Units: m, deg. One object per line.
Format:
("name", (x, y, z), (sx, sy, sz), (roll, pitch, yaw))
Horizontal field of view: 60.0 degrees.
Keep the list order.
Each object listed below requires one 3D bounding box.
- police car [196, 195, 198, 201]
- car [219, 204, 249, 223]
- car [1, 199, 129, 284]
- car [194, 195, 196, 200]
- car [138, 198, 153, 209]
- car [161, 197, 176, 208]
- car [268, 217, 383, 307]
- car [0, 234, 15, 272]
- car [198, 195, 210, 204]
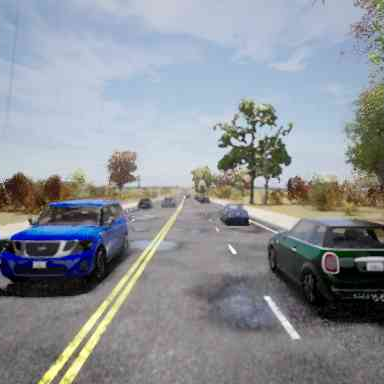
("police car", (2.617, 1.770, 80.697), (2.038, 1.542, 4.974), (0, 0, -1))
("car", (3.285, 1.653, 26.405), (2.033, 1.411, 5.357), (0, 0, 0))
("car", (-3.359, 1.264, 10.090), (2.150, 2.045, 5.566), (0, 0, 0))
("car", (2.429, 1.791, 91.736), (2.163, 1.488, 4.792), (0, 0, -1))
("car", (-6.807, 1.683, 48.993), (1.837, 1.490, 4.892), (0, 0, 0))
("car", (-3.574, 1.539, 51.268), (2.097, 1.767, 4.553), (0, 0, 0))
("car", (3.344, 1.387, 8.201), (2.097, 1.767, 4.553), (0, 0, 0))
("car", (-6.606, 1.635, 8.125), (1.895, 1.301, 4.718), (0, 0, 0))
("car", (2.780, 1.715, 69.687), (1.882, 1.535, 5.008), (0, 0, -1))
